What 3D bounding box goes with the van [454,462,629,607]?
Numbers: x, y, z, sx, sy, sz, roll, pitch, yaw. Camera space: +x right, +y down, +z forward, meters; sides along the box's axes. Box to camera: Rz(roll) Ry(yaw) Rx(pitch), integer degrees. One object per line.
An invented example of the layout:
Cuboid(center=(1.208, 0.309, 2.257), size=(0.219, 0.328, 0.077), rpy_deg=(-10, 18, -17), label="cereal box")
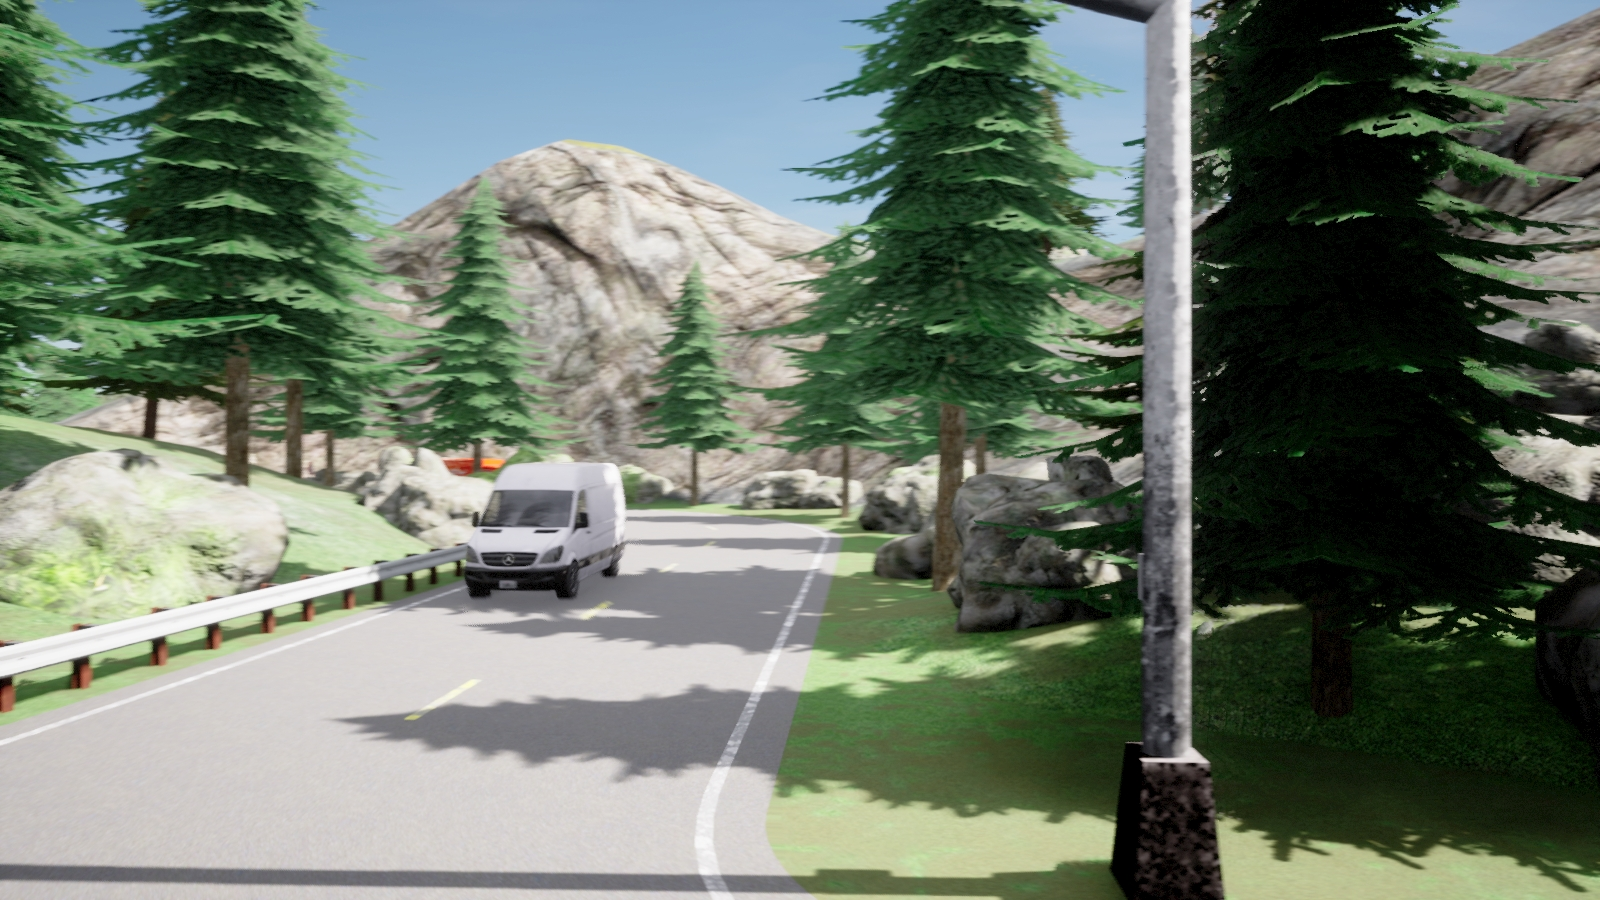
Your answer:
Cuboid(center=(-5.132, 1.553, 23.670), size=(1.988, 2.561, 5.915), rpy_deg=(0, 0, 3), label="van")
